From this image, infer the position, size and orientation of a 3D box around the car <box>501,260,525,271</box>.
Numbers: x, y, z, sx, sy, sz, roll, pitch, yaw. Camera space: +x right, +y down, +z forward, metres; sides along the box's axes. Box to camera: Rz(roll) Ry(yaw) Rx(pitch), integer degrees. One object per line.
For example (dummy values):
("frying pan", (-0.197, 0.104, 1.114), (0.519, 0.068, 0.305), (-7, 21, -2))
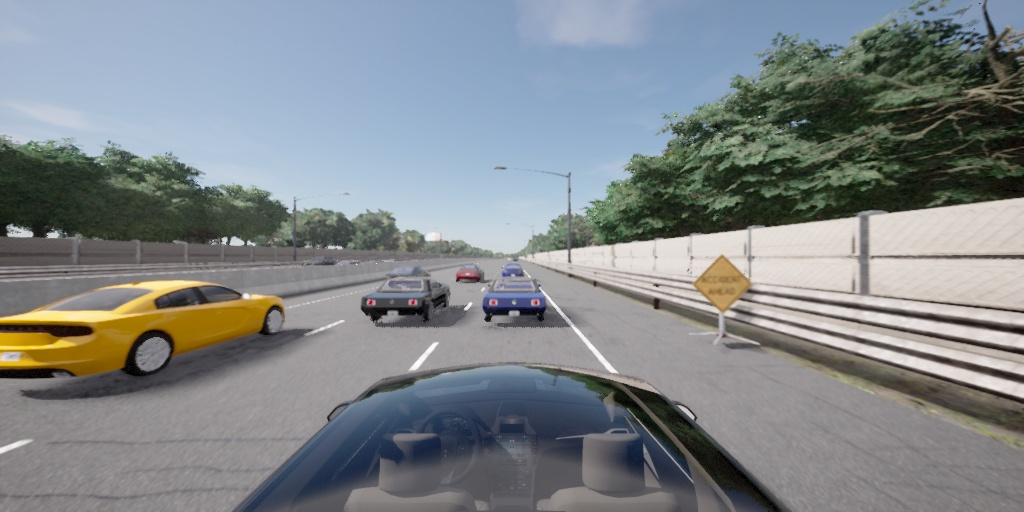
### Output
("car", (0.081, 1.328, 30.187), (1.812, 1.442, 4.674), (0, 0, 0))

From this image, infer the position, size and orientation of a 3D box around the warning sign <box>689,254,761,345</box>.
("warning sign", (4.548, 0.878, 7.748), (1.300, 1.860, 1.060), (0, 0, 0))

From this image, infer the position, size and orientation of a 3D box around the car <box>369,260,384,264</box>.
("car", (-17.591, 1.331, 45.971), (1.837, 1.490, 4.892), (0, -1, 0))

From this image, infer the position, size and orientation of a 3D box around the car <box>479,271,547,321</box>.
("car", (0.079, 1.374, 12.545), (1.895, 1.301, 4.718), (0, 0, 0))

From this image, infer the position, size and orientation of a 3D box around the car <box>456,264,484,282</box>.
("car", (-3.421, 1.366, 29.765), (1.994, 1.385, 4.181), (0, 0, 0))

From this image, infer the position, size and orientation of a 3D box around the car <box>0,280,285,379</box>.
("car", (-6.948, 1.241, 7.468), (1.882, 1.535, 5.008), (0, 0, 1))

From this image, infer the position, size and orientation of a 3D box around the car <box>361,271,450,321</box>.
("car", (-3.422, 1.374, 12.551), (1.895, 1.301, 4.718), (0, 0, 0))

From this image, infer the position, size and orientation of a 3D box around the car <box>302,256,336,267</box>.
("car", (-24.583, 1.050, 46.118), (2.150, 2.045, 5.566), (0, -1, 0))

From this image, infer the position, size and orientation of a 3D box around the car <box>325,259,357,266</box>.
("car", (-21.089, 1.372, 45.637), (2.033, 1.411, 5.357), (0, 0, 0))

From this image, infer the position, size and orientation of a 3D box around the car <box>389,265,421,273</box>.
("car", (-6.942, 1.342, 24.263), (2.033, 1.411, 5.357), (0, 0, 0))
